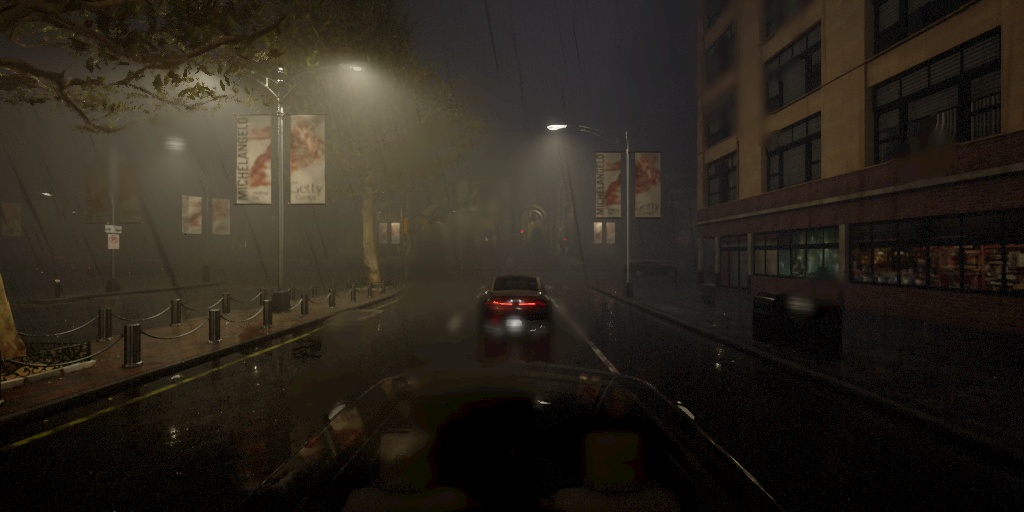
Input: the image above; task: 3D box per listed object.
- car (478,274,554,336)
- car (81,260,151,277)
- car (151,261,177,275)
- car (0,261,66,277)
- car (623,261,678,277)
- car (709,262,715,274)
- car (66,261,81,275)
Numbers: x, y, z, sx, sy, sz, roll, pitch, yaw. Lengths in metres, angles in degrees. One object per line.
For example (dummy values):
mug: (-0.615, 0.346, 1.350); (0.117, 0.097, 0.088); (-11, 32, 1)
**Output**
car: (0.122, 1.255, 10.365); (1.837, 1.490, 4.892); (0, 0, 1)
car: (-38.407, 1.314, 34.877); (4.181, 1.385, 1.994); (0, 0, 0)
car: (-38.903, 1.228, 38.383); (5.008, 1.535, 1.882); (0, 0, 0)
car: (-47.267, 1.255, 34.907); (4.892, 1.490, 1.837); (0, 0, -1)
car: (13.218, 1.228, 34.281); (5.008, 1.535, 1.882); (0, 0, 0)
car: (23.370, 1.102, 37.658); (4.553, 1.767, 2.097); (0, 0, 1)
car: (-48.153, 1.241, 38.414); (4.902, 1.511, 2.128); (0, 0, 0)
